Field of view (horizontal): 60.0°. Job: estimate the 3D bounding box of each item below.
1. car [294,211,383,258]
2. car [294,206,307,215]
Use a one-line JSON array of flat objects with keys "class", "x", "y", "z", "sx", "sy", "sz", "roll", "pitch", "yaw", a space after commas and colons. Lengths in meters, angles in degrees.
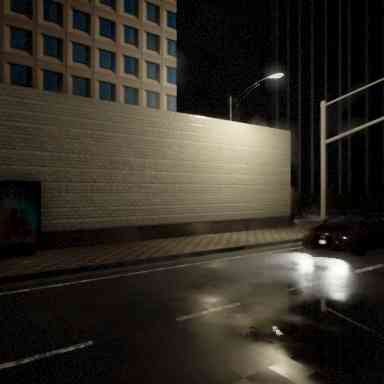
[{"class": "car", "x": 6.165, "y": 1.564, "z": 12.859, "sx": 4.181, "sy": 1.385, "sz": 1.994, "roll": 0, "pitch": 0, "yaw": -37}, {"class": "car", "x": 8.151, "y": 1.582, "z": 30.076, "sx": 1.812, "sy": 1.442, "sz": 4.674, "roll": 0, "pitch": 0, "yaw": -36}]
